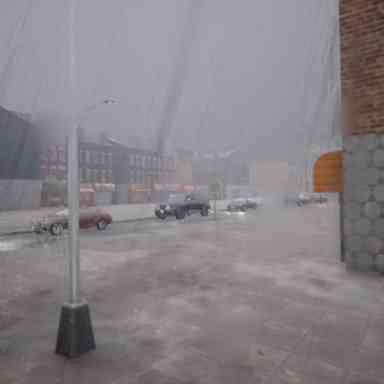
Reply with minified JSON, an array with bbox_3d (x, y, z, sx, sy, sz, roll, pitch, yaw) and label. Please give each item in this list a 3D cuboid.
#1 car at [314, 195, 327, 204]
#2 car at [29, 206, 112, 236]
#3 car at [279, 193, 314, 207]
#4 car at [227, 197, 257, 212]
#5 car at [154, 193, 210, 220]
[{"bbox_3d":[18.714,1.061,49.555,1.895,1.301,4.718,-2,0,35],"label":"car"},{"bbox_3d":[-6.602,1.504,18.566,1.812,1.442,4.674,-2,0,37],"label":"car"},{"bbox_3d":[13.130,0.924,41.553,2.097,1.767,4.553,-2,0,37],"label":"car"},{"bbox_3d":[5.453,1.276,35.663,1.812,1.442,4.674,-2,0,35],"label":"car"},{"bbox_3d":[-0.661,1.090,27.022,2.150,2.045,5.566,-2,-1,35],"label":"car"}]
